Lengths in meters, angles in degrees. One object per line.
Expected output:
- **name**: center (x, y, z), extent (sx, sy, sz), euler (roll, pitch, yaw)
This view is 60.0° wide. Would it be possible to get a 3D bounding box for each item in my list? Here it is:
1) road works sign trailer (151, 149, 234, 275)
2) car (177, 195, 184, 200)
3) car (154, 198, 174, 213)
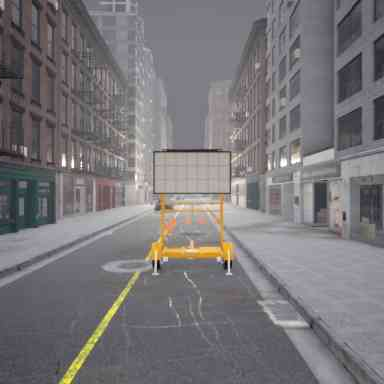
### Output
- **road works sign trailer**: center (0.009, 0.462, 10.413), extent (2.380, 3.560, 2.880), euler (0, 0, 0)
- **car**: center (-2.978, 1.475, 86.820), extent (2.033, 1.411, 5.357), euler (0, 0, 0)
- **car**: center (-3.091, 1.461, 37.198), extent (1.882, 1.535, 5.008), euler (0, 0, 0)
